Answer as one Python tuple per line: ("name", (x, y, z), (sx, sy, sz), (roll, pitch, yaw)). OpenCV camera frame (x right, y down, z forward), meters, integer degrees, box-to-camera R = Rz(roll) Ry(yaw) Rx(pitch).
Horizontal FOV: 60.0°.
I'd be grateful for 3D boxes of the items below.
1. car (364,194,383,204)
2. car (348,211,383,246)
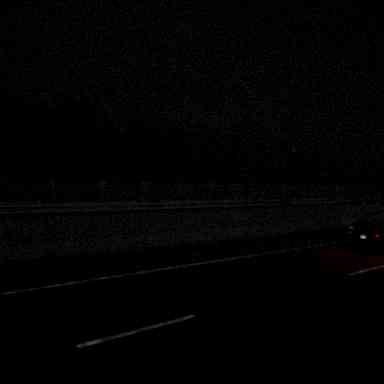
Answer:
("car", (27.933, 1.245, 49.494), (5.566, 2.045, 2.150), (0, 0, -35))
("car", (8.447, 1.536, 14.055), (4.674, 1.442, 1.812), (0, 0, -35))
